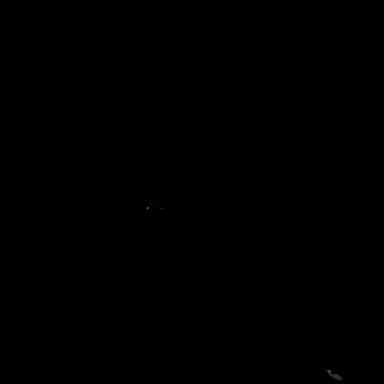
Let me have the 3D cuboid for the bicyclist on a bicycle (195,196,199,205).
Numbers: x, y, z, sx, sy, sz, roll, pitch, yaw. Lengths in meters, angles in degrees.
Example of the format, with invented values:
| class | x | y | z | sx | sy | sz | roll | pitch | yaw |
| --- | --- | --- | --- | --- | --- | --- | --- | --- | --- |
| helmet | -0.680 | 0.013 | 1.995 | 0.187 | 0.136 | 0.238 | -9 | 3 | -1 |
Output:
| class | x | y | z | sx | sy | sz | roll | pitch | yaw |
| --- | --- | --- | --- | --- | --- | --- | --- | --- | --- |
| bicyclist on a bicycle | 0.965 | 1.575 | 63.055 | 0.659 | 1.776 | 1.843 | 0 | 0 | 0 |

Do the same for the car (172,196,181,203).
| class | x | y | z | sx | sy | sz | roll | pitch | yaw |
| --- | --- | --- | --- | --- | --- | --- | --- | --- | --- |
| car | -3.494 | 1.678 | 75.886 | 2.033 | 1.411 | 5.357 | 0 | 0 | 0 |

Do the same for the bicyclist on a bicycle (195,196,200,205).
| class | x | y | z | sx | sy | sz | roll | pitch | yaw |
| --- | --- | --- | --- | --- | --- | --- | --- | --- | --- |
| bicyclist on a bicycle | 0.965 | 1.518 | 54.046 | 0.659 | 1.776 | 1.843 | 0 | 0 | 0 |

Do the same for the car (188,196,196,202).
| class | x | y | z | sx | sy | sz | roll | pitch | yaw |
| --- | --- | --- | --- | --- | --- | --- | --- | --- | --- |
| car | 0.006 | 1.725 | 82.305 | 1.882 | 1.535 | 5.008 | 0 | -1 | 0 |

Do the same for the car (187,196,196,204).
| class | x | y | z | sx | sy | sz | roll | pitch | yaw |
| --- | --- | --- | --- | --- | --- | --- | --- | --- | --- |
| car | 0.005 | 1.767 | 72.600 | 1.837 | 1.490 | 4.892 | 0 | 0 | 0 |

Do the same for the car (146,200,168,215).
| class | x | y | z | sx | sy | sz | roll | pitch | yaw |
| --- | --- | --- | --- | --- | --- | --- | --- | --- | --- |
| car | -3.593 | 1.525 | 34.540 | 1.882 | 1.535 | 5.008 | 0 | 0 | 0 |
